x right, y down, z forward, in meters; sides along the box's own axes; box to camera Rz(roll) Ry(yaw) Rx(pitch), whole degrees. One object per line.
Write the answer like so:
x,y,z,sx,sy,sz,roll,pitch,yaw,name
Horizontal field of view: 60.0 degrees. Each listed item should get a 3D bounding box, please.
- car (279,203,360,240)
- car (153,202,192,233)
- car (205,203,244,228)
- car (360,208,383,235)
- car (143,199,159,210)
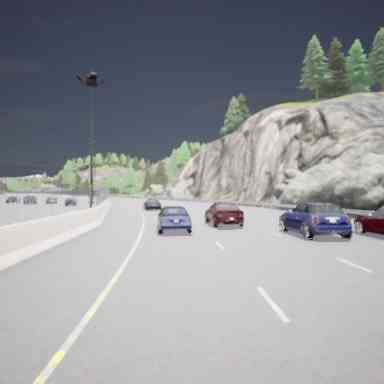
6.143,1.315,17.064,2.097,1.767,4.553,0,0,-5,car
-1.087,1.523,19.480,2.033,1.411,5.357,0,0,-6,car
2.066,1.443,22.302,1.882,1.535,5.008,0,0,-7,car
9.776,1.435,15.837,1.882,1.535,5.008,0,0,-5,car
-5.033,1.518,41.818,1.994,1.385,4.181,0,0,-13,car
